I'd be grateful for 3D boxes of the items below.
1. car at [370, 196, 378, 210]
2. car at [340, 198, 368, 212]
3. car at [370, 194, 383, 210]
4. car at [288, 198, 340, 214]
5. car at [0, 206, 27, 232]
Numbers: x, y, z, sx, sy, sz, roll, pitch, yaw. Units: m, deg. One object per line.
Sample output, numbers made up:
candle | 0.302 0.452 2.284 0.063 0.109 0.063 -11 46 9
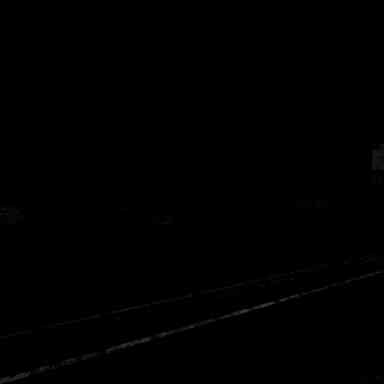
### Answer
car | 19.355 1.513 40.275 2.002 1.452 4.674 0 0 -35
car | 17.083 1.458 38.662 2.097 1.535 5.008 0 0 -35
car | 23.911 1.385 43.479 2.185 1.767 4.553 1 0 -35
car | 12.551 1.441 35.426 2.097 1.535 5.008 0 0 -35
car | -10.665 1.491 18.920 2.002 1.452 4.674 0 0 -35
